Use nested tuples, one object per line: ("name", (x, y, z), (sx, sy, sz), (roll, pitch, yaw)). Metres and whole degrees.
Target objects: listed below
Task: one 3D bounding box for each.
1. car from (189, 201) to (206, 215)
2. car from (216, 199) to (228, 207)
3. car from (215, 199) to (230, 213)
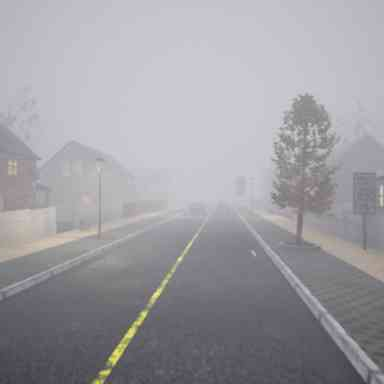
("car", (0.716, 1.881, 40.062), (1.882, 1.535, 5.008), (0, -1, 5))
("car", (5.957, 2.153, 65.830), (2.128, 1.511, 4.902), (0, -1, 5))
("car", (3.946, 1.986, 42.950), (2.033, 1.411, 5.357), (0, -1, 5))
